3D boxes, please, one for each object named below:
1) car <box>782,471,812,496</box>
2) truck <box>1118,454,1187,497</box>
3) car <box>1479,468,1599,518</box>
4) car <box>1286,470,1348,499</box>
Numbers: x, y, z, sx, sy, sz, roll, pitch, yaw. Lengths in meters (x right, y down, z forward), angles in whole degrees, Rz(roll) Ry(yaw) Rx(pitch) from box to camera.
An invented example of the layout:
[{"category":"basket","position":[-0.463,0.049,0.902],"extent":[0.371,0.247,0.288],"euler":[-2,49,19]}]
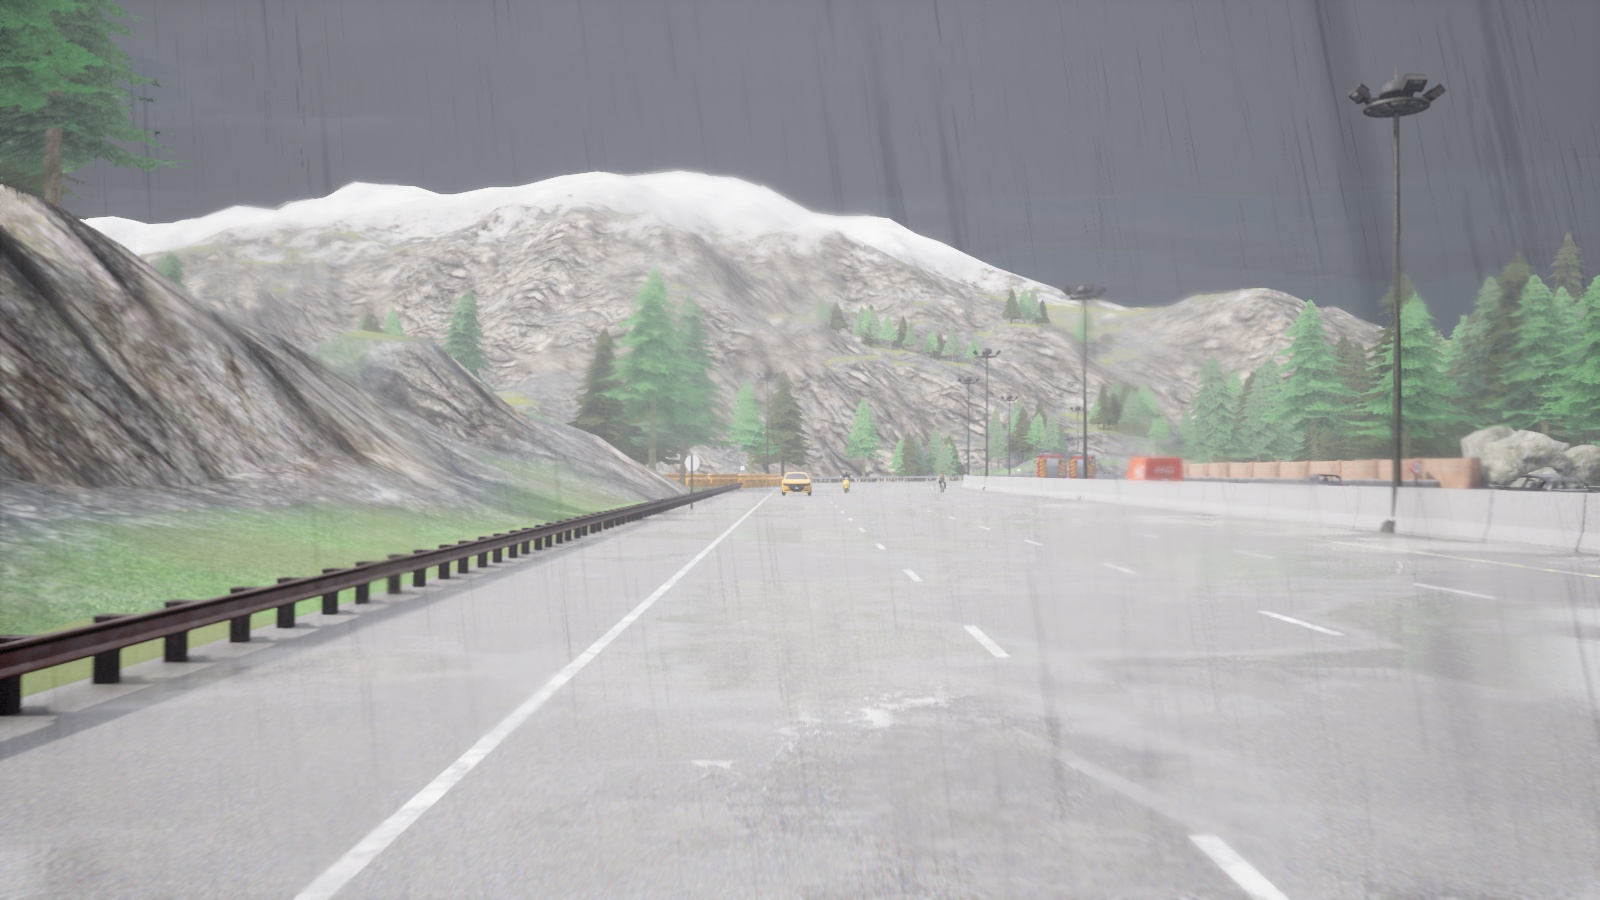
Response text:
[{"category":"car","position":[-0.194,2.138,80.326],"extent":[1.882,1.535,5.008],"euler":[0,-1,0]},{"category":"truck","position":[20.818,1.495,74.436],"extent":[2.627,2.467,5.204],"euler":[0,-1,0]},{"category":"car","position":[24.399,1.392,41.608],"extent":[1.789,1.549,3.705],"euler":[0,-1,0]},{"category":"car","position":[27.836,1.852,67.723],"extent":[1.845,1.501,3.633],"euler":[0,-1,0]}]
